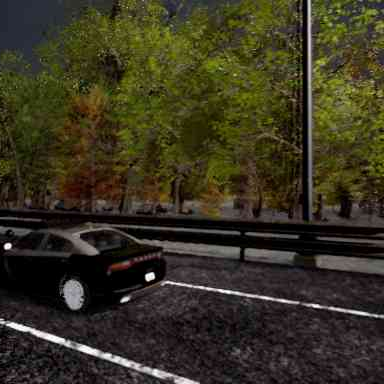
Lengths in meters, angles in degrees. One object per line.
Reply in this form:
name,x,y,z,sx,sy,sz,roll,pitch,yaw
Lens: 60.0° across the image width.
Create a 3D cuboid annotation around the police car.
police car,-3.031,1.438,7.706,5.238,1.638,1.930,0,0,30
